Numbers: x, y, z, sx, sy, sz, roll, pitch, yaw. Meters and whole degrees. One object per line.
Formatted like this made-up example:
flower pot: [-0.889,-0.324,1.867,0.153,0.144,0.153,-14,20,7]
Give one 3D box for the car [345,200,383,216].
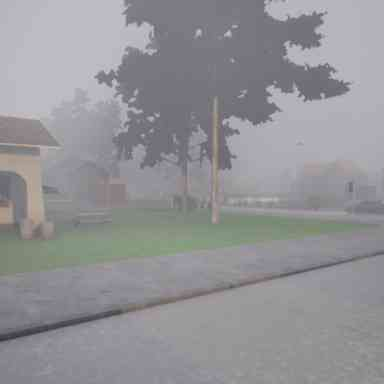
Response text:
car: [17.399,1.499,32.545,1.812,1.442,4.674,0,0,-35]
